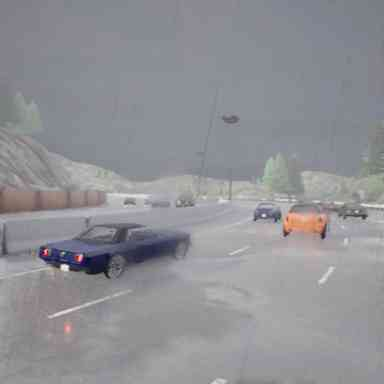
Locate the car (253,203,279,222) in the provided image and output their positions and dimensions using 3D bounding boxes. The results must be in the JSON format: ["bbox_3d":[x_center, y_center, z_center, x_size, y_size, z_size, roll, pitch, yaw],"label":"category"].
[{"bbox_3d":[6.209,1.616,27.276,1.812,1.442,4.674,0,0,20],"label":"car"}]

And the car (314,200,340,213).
[{"bbox_3d":[16.499,1.755,40.775,1.994,1.385,4.181,0,0,8],"label":"car"}]

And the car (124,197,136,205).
[{"bbox_3d":[-10.662,1.558,57.699,2.033,1.411,5.357,0,0,-5],"label":"car"}]

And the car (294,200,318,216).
[{"bbox_3d":[12.029,1.652,35.449,1.837,1.490,4.892,0,0,13],"label":"car"}]

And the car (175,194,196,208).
[{"bbox_3d":[-0.777,1.285,43.674,2.150,2.045,5.566,1,0,7],"label":"car"}]

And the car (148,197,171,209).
[{"bbox_3d":[-4.135,1.640,45.186,1.895,1.301,4.718,0,0,6],"label":"car"}]

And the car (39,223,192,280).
[{"bbox_3d":[-1.946,1.600,10.089,1.895,1.301,4.718,0,0,33],"label":"car"}]

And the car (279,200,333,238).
[{"bbox_3d":[6.462,1.430,18.544,2.097,1.767,4.553,0,0,25],"label":"car"}]

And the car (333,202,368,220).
[{"bbox_3d":[14.385,1.705,30.026,2.033,1.411,5.357,0,0,16],"label":"car"}]

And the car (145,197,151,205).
[{"bbox_3d":[-7.175,1.608,57.999,1.812,1.442,4.674,0,0,-5],"label":"car"}]
